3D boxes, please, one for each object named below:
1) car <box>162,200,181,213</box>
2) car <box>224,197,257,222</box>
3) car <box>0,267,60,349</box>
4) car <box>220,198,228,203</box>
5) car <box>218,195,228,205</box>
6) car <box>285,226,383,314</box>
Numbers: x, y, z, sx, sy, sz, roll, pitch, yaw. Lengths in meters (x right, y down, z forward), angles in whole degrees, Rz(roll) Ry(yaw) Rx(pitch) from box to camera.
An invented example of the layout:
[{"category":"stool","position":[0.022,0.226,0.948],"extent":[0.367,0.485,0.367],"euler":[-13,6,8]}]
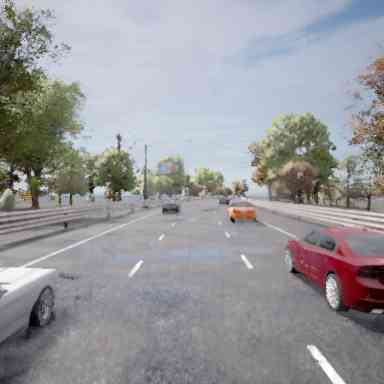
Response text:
[{"category":"car","position":[-2.409,1.738,39.888],"extent":[2.128,1.511,4.902],"euler":[0,0,3]},{"category":"car","position":[4.105,1.535,28.048],"extent":[2.097,1.767,4.553],"euler":[0,0,2]},{"category":"car","position":[-3.401,1.617,4.134],"extent":[1.895,1.301,4.718],"euler":[0,0,0]},{"category":"car","position":[8.876,2.253,91.781],"extent":[1.895,1.301,4.718],"euler":[0,0,7]},{"category":"car","position":[6.619,1.912,70.116],"extent":[2.033,1.649,4.856],"euler":[0,0,5]},{"category":"car","position":[3.649,1.534,7.844],"extent":[1.882,1.535,5.008],"euler":[0,0,0]}]
